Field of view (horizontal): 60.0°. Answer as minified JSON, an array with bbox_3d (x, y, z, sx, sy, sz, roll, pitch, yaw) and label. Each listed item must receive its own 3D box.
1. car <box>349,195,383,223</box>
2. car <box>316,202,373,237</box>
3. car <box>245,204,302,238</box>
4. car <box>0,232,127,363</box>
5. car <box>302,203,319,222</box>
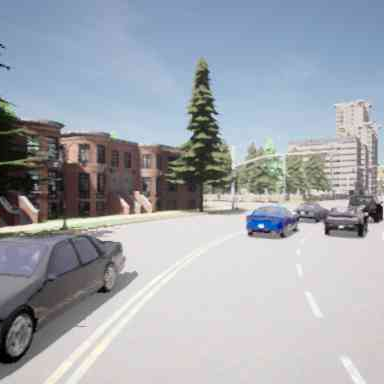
[{"bbox_3d":[13.835,1.282,26.587,2.150,2.045,5.566,1,0,34],"label":"car"},{"bbox_3d":[8.594,1.525,18.480,2.128,1.511,4.902,1,0,31],"label":"car"},{"bbox_3d":[4.428,1.477,18.071,1.882,1.535,5.008,1,0,28],"label":"car"},{"bbox_3d":[-2.879,1.511,6.165,2.033,1.411,5.357,0,0,9],"label":"car"},{"bbox_3d":[9.409,1.572,26.257,2.033,1.411,5.357,1,0,34],"label":"car"}]
